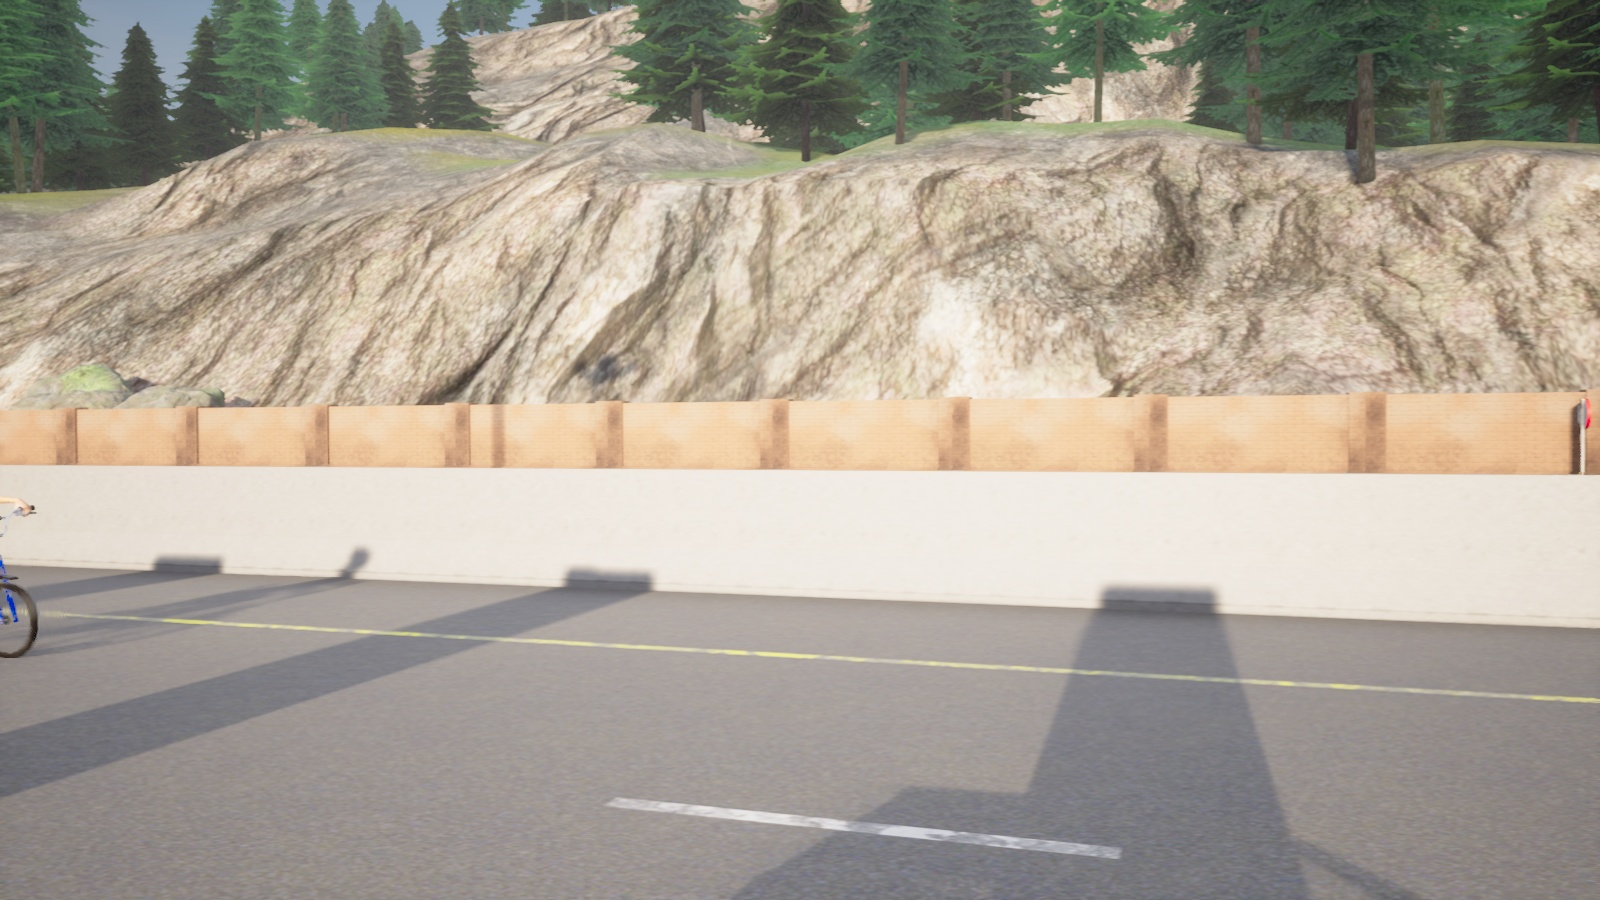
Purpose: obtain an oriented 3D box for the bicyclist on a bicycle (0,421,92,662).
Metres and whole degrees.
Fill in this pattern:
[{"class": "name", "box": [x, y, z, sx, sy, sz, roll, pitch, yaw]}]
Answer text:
[{"class": "bicyclist on a bicycle", "box": [-5.977, 0.604, 8.914, 1.509, 1.612, 0.866, 1, 1, 19]}]
